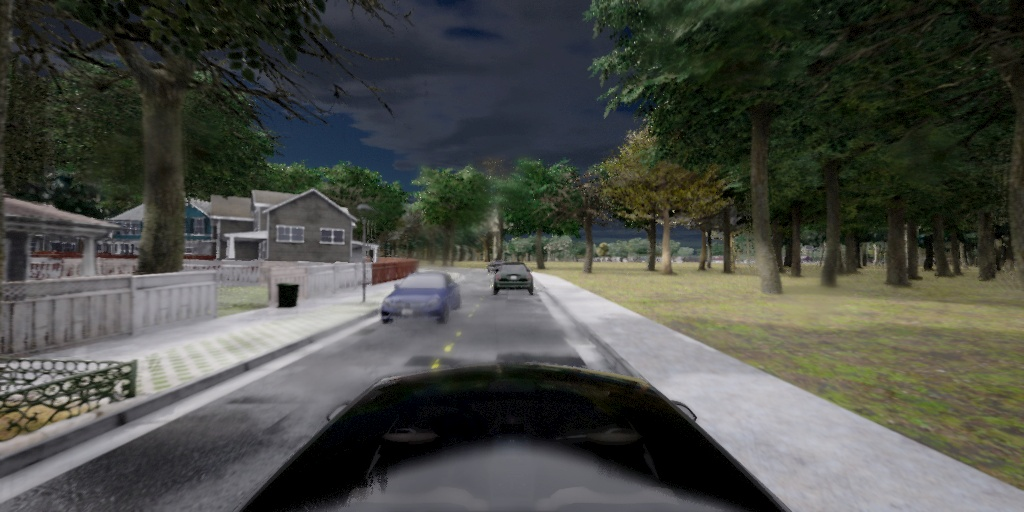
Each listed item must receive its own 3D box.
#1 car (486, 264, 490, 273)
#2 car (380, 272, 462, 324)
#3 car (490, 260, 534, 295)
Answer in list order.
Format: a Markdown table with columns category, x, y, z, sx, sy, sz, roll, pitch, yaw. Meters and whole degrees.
| category | x | y | z | sx | sy | sz | roll | pitch | yaw |
| --- | --- | --- | --- | --- | --- | --- | --- | --- | --- |
| car | -1.622 | 1.285 | 40.659 | 2.128 | 1.511 | 4.902 | 1 | 0 | -17 |
| car | -2.831 | 1.282 | 12.084 | 1.812 | 1.442 | 4.674 | 0 | 0 | 0 |
| car | 0.085 | 1.115 | 20.249 | 2.097 | 1.767 | 4.553 | 0 | 0 | 0 |
